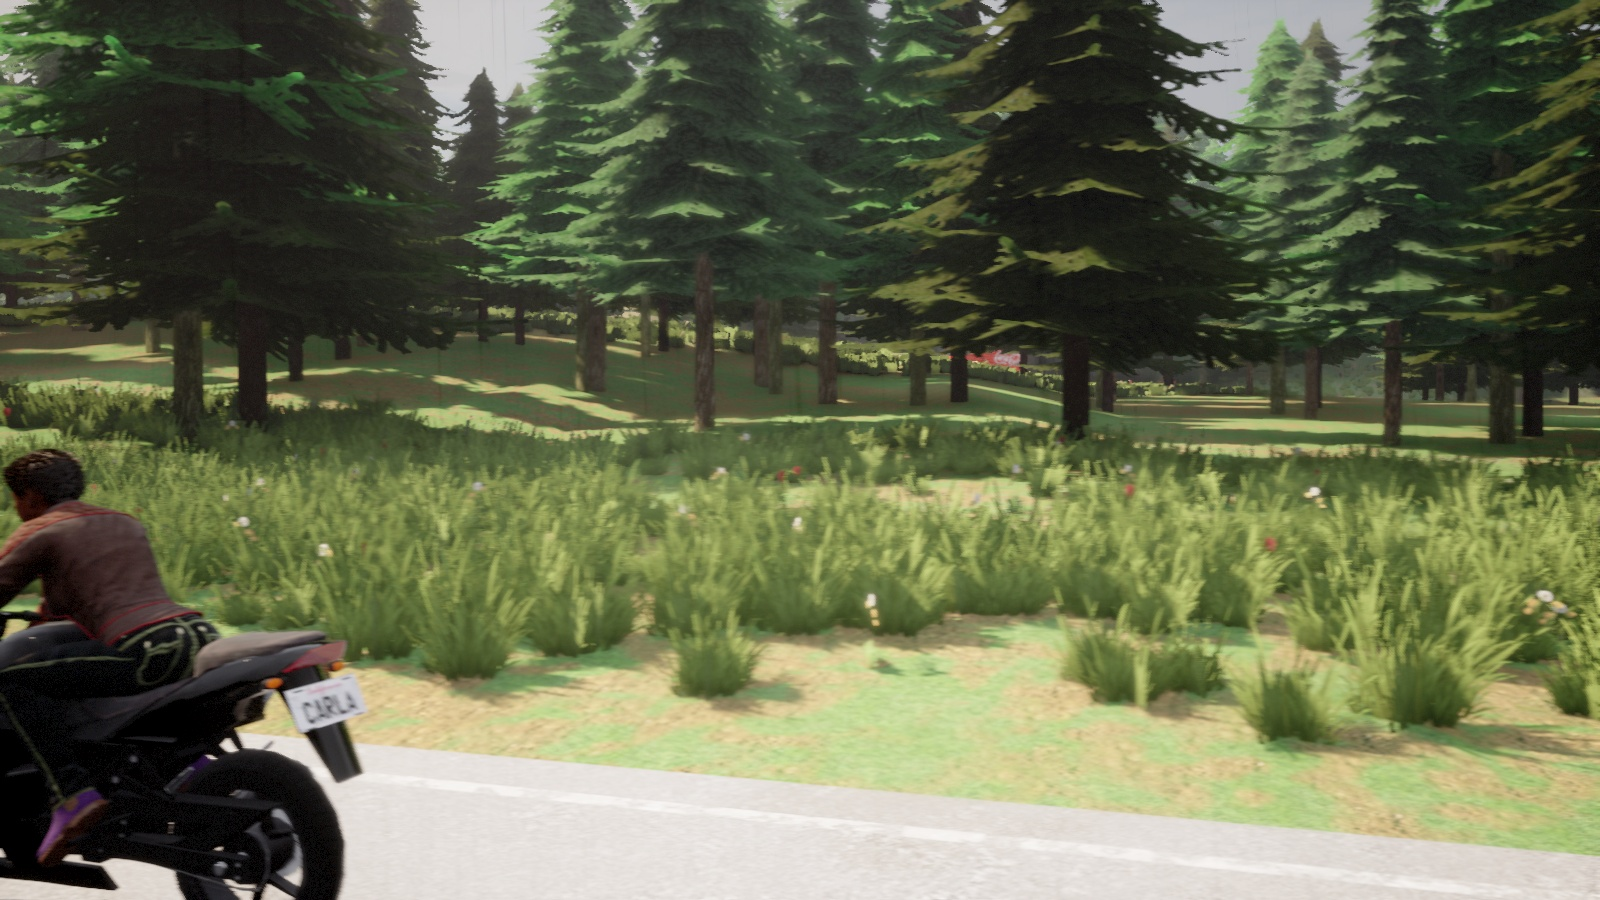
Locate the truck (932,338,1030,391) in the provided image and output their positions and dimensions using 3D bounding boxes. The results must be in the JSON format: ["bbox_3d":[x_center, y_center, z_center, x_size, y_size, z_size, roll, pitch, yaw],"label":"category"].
[{"bbox_3d":[10.769,-5.030,74.603,5.204,2.467,2.627,5,-2,-35],"label":"truck"}]

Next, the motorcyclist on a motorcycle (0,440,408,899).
[{"bbox_3d":[-2.355,0.736,3.983,2.044,1.523,0.797,1,1,19],"label":"motorcyclist on a motorcycle"}]
